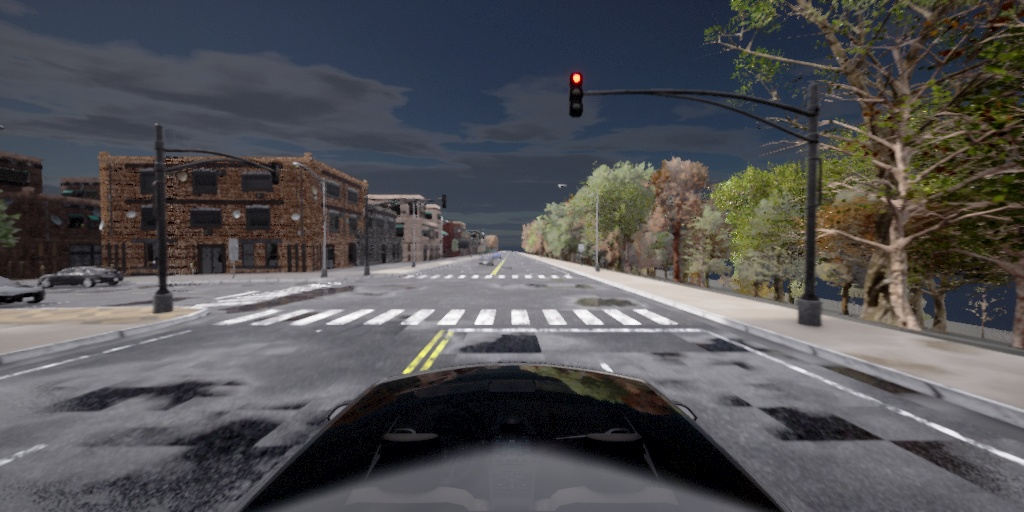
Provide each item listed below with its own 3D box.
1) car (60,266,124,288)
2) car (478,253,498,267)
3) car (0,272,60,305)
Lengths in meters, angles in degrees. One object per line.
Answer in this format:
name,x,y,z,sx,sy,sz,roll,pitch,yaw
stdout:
car,-28.315,1.349,23.647,4.403,1.370,2.007,0,0,-1
car,-3.289,0.633,46.651,2.128,1.511,4.902,0,2,0
car,-22.611,1.489,15.124,4.313,1.339,1.948,0,0,-1
